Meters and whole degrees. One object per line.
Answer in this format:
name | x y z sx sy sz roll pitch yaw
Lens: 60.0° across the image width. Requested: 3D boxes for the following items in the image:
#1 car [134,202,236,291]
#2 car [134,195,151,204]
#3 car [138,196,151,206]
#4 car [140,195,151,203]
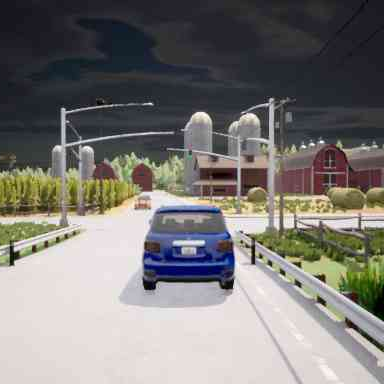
car | -0.123 1.386 9.568 2.150 2.045 5.566 0 -2 -1
car | -6.386 1.347 43.490 2.097 1.767 4.553 0 1 -7
car | -7.597 1.407 53.152 1.994 1.385 4.181 0 1 -8
car | -8.843 1.250 63.116 1.994 1.385 4.181 0 1 -7
